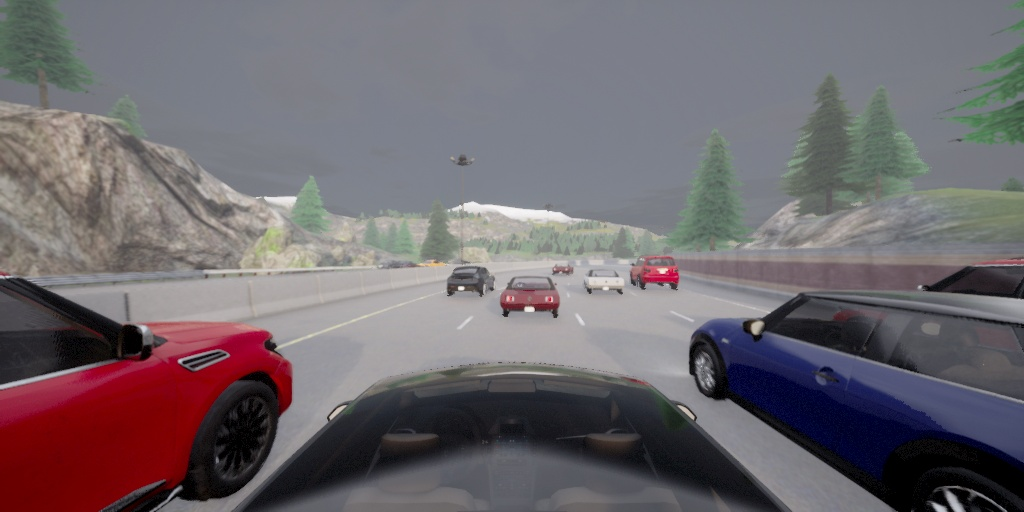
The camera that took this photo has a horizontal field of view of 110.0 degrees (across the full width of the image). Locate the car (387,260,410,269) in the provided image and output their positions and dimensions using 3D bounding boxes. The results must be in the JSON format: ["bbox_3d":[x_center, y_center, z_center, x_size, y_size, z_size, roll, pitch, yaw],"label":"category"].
[{"bbox_3d":[-14.019,1.344,47.254,1.994,1.385,4.181,0,0,17],"label":"car"}]

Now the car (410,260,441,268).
[{"bbox_3d":[-10.623,1.266,46.472,1.882,1.535,5.008,0,0,17],"label":"car"}]

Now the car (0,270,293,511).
[{"bbox_3d":[-3.334,0.962,1.313,2.150,2.045,5.566,0,0,0],"label":"car"}]

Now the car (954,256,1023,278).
[{"bbox_3d":[7.201,0.995,4.490,2.150,2.045,5.566,0,0,2],"label":"car"}]

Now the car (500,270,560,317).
[{"bbox_3d":[0.741,1.370,13.334,1.895,1.301,4.718,0,0,5],"label":"car"}]

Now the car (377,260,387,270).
[{"bbox_3d":[-16.813,1.270,50.076,2.128,1.511,4.902,0,0,18],"label":"car"}]

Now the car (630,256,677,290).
[{"bbox_3d":[9.112,1.028,23.290,2.150,2.045,5.566,0,0,10],"label":"car"}]

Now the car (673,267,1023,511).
[{"bbox_3d":[3.725,1.115,3.642,2.097,1.767,4.553,0,0,1],"label":"car"}]

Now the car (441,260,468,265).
[{"bbox_3d":[-6.875,1.303,46.723,1.837,1.490,4.892,0,0,18],"label":"car"}]

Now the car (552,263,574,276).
[{"bbox_3d":[5.701,1.423,39.452,1.895,1.301,4.718,0,0,16],"label":"car"}]

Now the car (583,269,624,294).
[{"bbox_3d":[5.172,1.393,20.760,1.895,1.301,4.718,0,0,8],"label":"car"}]

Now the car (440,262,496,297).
[{"bbox_3d":[-2.078,1.276,19.301,1.837,1.490,4.892,0,0,7],"label":"car"}]
